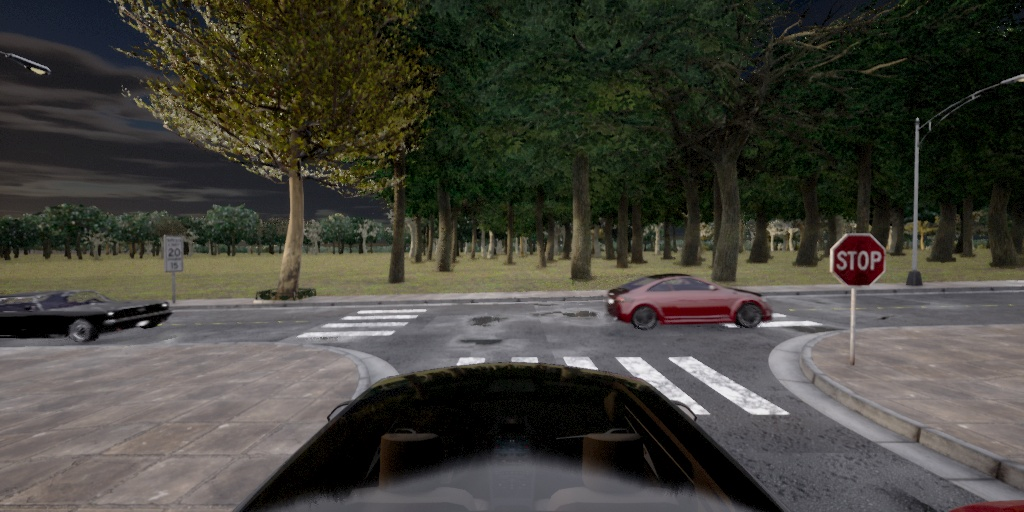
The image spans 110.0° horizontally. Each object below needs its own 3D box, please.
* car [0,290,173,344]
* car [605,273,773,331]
[{"bbox_3d":[-12.610,1.638,10.083,4.718,1.301,1.895,-1,1,0],"label":"car"},{"bbox_3d":[4.777,1.189,10.076,4.181,1.385,1.994,-1,1,0],"label":"car"}]
